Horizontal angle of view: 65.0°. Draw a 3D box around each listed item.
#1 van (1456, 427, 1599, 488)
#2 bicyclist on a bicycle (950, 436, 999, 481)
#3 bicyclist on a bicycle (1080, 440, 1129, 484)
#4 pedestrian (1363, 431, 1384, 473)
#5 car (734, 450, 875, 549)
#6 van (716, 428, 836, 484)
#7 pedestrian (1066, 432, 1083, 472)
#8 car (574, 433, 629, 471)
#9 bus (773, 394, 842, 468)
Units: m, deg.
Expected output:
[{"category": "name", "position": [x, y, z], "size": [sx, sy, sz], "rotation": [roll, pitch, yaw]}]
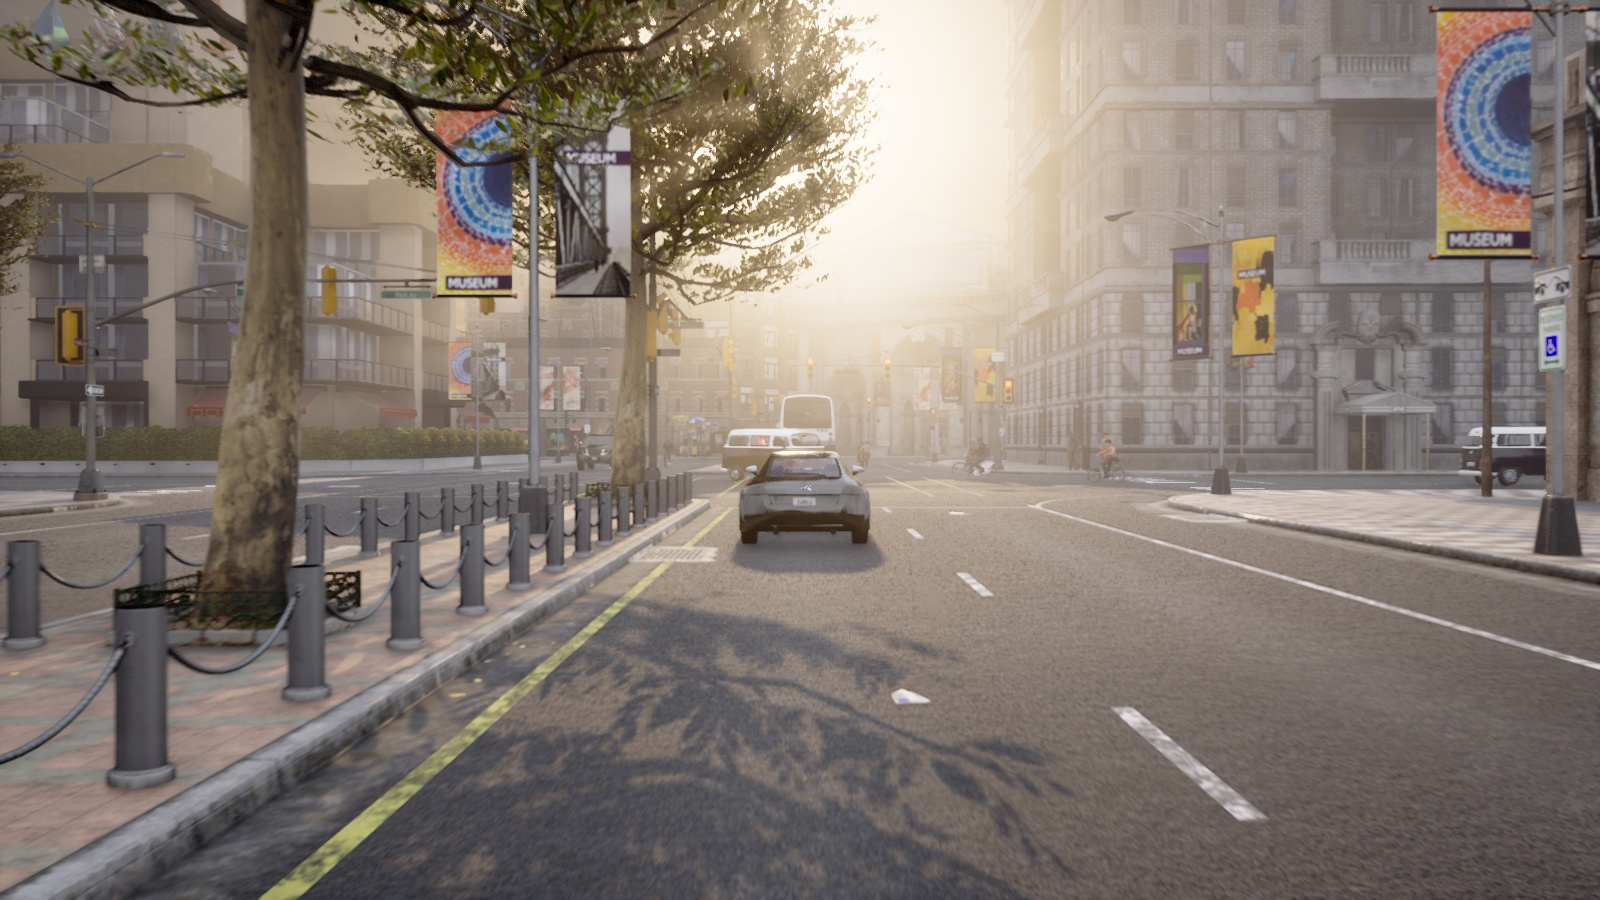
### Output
[{"category": "van", "position": [25.385, 0.249, 43.261], "size": [4.480, 2.038, 2.069], "rotation": [0, 0, 0]}, {"category": "bicyclist on a bicycle", "position": [6.987, 0.338, 50.260], "size": [1.843, 1.776, 0.659], "rotation": [1, 0, 0]}, {"category": "bicyclist on a bicycle", "position": [11.148, 0.433, 45.971], "size": [1.509, 1.612, 0.866], "rotation": [0, 1, -11]}, {"category": "pedestrian", "position": [26.984, 0.092, 59.124], "size": [0.788, 1.949, 0.423], "rotation": [0, 0, 4]}, {"category": "car", "position": [0.072, 0.698, 19.916], "size": [1.994, 1.385, 4.181], "rotation": [0, 0, 0]}, {"category": "van", "position": [-0.969, 0.198, 47.931], "size": [2.069, 2.038, 4.480], "rotation": [-1, 1, -44]}, {"category": "pedestrian", "position": [12.751, 0.084, 58.382], "size": [0.540, 1.848, 0.694], "rotation": [0, 0, -9]}, {"category": "car", "position": [-11.081, 0.055, 70.435], "size": [2.150, 2.045, 5.566], "rotation": [0, 1, 0]}, {"category": "bus", "position": [0.461, -1.067, 77.544], "size": [3.944, 4.253, 10.273], "rotation": [0, 0, 0]}]
